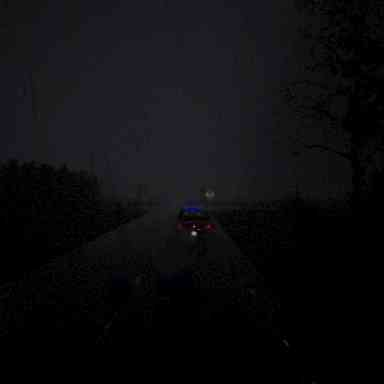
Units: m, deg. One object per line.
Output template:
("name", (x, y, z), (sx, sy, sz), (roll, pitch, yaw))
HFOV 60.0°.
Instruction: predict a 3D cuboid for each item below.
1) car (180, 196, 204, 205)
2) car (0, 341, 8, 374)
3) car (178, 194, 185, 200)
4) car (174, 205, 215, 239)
("car", (0.073, 1.458, 30.775), (1.882, 1.535, 5.008), (0, 0, 0))
("car", (-2.849, 1.548, 1.125), (2.033, 1.411, 5.357), (0, 0, 0))
("car", (-2.822, 1.263, 90.933), (1.882, 1.535, 5.008), (0, 0, 0))
("car", (0.085, 1.596, 17.352), (1.895, 1.301, 4.718), (0, 0, 0))
